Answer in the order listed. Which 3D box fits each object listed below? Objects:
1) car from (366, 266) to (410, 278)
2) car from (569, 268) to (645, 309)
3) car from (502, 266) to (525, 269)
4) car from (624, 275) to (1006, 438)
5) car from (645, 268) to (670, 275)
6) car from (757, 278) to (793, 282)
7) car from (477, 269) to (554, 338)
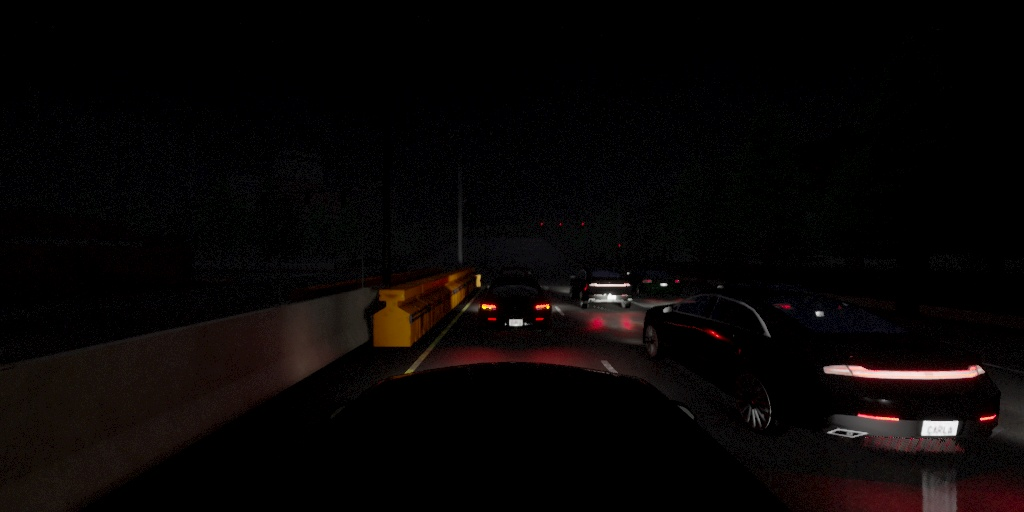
[{"bbox_3d":[-7.062,1.306,21.101,1.994,1.385,4.181,0,0,0],"label":"car"},{"bbox_3d":[3.560,1.236,14.972,2.128,1.511,4.902,0,0,2],"label":"car"},{"bbox_3d":[0.061,1.269,19.102,1.812,1.442,4.674,0,0,0],"label":"car"},{"bbox_3d":[3.596,1.240,5.452,2.128,1.511,4.902,0,0,0],"label":"car"},{"bbox_3d":[7.063,1.307,18.701,1.994,1.385,4.181,0,0,0],"label":"car"},{"bbox_3d":[7.080,1.310,10.339,1.994,1.385,4.181,0,0,0],"label":"car"},{"bbox_3d":[0.078,1.272,10.037,1.812,1.442,4.674,0,0,0],"label":"car"}]
